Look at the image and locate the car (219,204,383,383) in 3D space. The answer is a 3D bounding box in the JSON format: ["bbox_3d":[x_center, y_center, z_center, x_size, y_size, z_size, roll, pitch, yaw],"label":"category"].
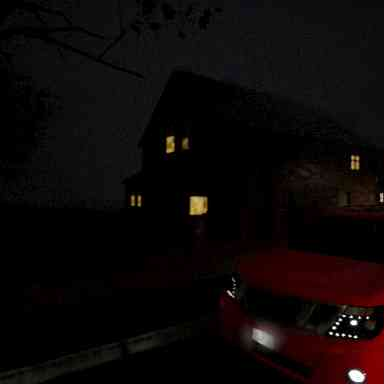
[{"bbox_3d":[3.019,1.246,5.226,5.566,2.045,2.150,0,0,-35],"label":"car"}]
